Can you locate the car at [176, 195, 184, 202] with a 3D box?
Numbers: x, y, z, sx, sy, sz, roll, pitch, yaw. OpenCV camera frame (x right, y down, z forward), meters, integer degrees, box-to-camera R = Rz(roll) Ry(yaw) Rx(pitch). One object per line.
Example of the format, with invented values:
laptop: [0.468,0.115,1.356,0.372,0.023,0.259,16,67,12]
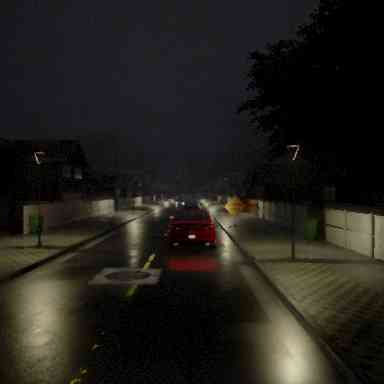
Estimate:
car: [-2.748,1.509,75.932,1.812,1.442,4.674,0,0,0]

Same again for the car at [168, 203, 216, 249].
car: [0.000,1.488,14.650,1.882,1.535,5.008,0,0,0]

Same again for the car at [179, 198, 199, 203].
car: [0.000,1.542,29.650,1.812,1.442,4.674,0,0,0]

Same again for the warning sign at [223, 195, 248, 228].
warning sign: [2.514,1.119,19.397,1.300,1.860,1.060,0,0,0]
